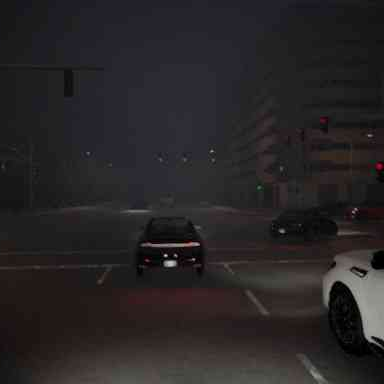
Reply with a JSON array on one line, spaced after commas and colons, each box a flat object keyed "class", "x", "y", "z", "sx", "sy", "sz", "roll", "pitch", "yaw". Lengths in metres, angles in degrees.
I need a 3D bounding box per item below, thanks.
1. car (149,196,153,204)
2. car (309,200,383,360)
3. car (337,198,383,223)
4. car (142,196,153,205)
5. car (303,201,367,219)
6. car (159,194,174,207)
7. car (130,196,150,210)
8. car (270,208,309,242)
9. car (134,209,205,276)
[{"class": "car", "x": -7.817, "y": 1.623, "z": 54.255, "sx": 1.812, "sy": 1.442, "sz": 4.674, "roll": 0, "pitch": 0, "yaw": -4}, {"class": "car", "x": 3.235, "y": 1.217, "z": 2.963, "sx": 2.150, "sy": 2.045, "sz": 5.566, "roll": 0, "pitch": 0, "yaw": -2}, {"class": "car", "x": 14.096, "y": 1.397, "z": 26.059, "sx": 4.553, "sy": 1.767, "sz": 2.097, "roll": 0, "pitch": 0, "yaw": -5}, {"class": "car", "x": -8.575, "y": 1.591, "z": 64.541, "sx": 1.882, "sy": 1.535, "sz": 5.008, "roll": 0, "pitch": 0, "yaw": -5}, {"class": "car", "x": 12.573, "y": 1.559, "z": 29.440, "sx": 4.892, "sy": 1.490, "sz": 1.837, "roll": 0, "pitch": 0, "yaw": -5}, {"class": "car", "x": -4.128, "y": 1.307, "z": 54.139, "sx": 2.150, "sy": 2.045, "sz": 5.566, "roll": 0, "pitch": 0, "yaw": -5}, {"class": "car", "x": -7.051, "y": 1.646, "z": 44.454, "sx": 1.994, "sy": 1.385, "sz": 4.181, "roll": 0, "pitch": 0, "yaw": -4}, {"class": "car", "x": 5.650, "y": 1.584, "z": 16.776, "sx": 1.812, "sy": 1.442, "sz": 4.674, "roll": -1, "pitch": -1, "yaw": 43}, {"class": "car", "x": -0.690, "y": 1.508, "z": 10.420, "sx": 2.128, "sy": 1.511, "sz": 4.902, "roll": 0, "pitch": 0, "yaw": -4}]
